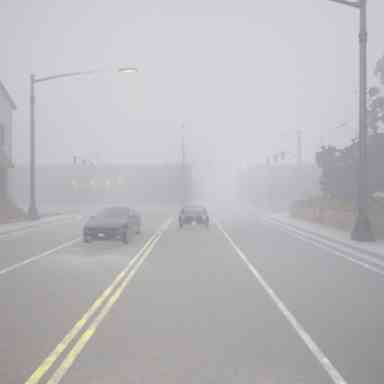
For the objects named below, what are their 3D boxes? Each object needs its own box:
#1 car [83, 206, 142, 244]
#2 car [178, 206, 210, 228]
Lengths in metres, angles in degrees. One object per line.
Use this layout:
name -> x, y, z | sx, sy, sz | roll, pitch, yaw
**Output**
car -> -3.581, 1.432, 15.671 | 1.882, 1.535, 5.008 | 0, 0, 0
car -> 0.112, 1.538, 21.674 | 1.895, 1.301, 4.718 | 0, 0, 0
